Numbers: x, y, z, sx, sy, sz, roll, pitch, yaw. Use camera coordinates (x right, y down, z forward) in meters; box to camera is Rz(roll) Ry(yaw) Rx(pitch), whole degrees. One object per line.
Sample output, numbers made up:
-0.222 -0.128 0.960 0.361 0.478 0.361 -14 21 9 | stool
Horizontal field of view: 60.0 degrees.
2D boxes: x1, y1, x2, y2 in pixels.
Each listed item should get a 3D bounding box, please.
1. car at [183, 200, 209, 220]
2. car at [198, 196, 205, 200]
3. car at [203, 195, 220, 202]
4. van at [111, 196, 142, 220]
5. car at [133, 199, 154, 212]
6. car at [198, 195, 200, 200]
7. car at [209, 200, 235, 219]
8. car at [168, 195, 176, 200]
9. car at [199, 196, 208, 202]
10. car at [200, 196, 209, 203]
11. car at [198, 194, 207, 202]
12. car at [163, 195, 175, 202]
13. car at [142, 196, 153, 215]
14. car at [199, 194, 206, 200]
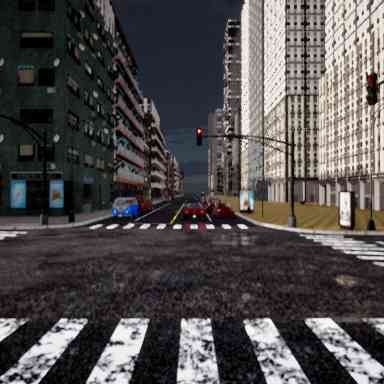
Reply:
0.162 1.626 28.637 1.895 1.301 4.718 0 0 -1 | car
2.654 1.708 94.851 1.802 1.307 4.206 0 0 0 | car
2.681 1.477 39.576 1.967 1.590 4.097 0 0 0 | car
-5.695 1.366 28.517 1.690 1.788 3.998 0 0 0 | van
-5.701 1.582 39.573 1.887 1.381 4.507 0 0 0 | car
2.667 1.627 67.213 2.008 1.369 4.403 0 0 0 | car
2.684 1.607 28.520 1.802 1.307 4.206 0 0 0 | car
-5.726 1.692 94.848 1.947 1.339 4.313 0 0 0 | car
2.662 1.677 78.268 1.802 1.307 4.206 0 0 0 | car
2.665 1.630 72.741 1.887 1.381 4.507 0 0 0 | car
2.661 1.419 83.796 2.192 1.841 5.009 0 0 0 | car
-5.718 1.535 78.265 1.967 1.590 4.097 0 0 0 | car
-5.697 1.346 34.045 2.192 1.841 5.009 0 0 0 | car
2.673 1.499 56.158 1.967 1.590 4.097 0 0 0 | car
